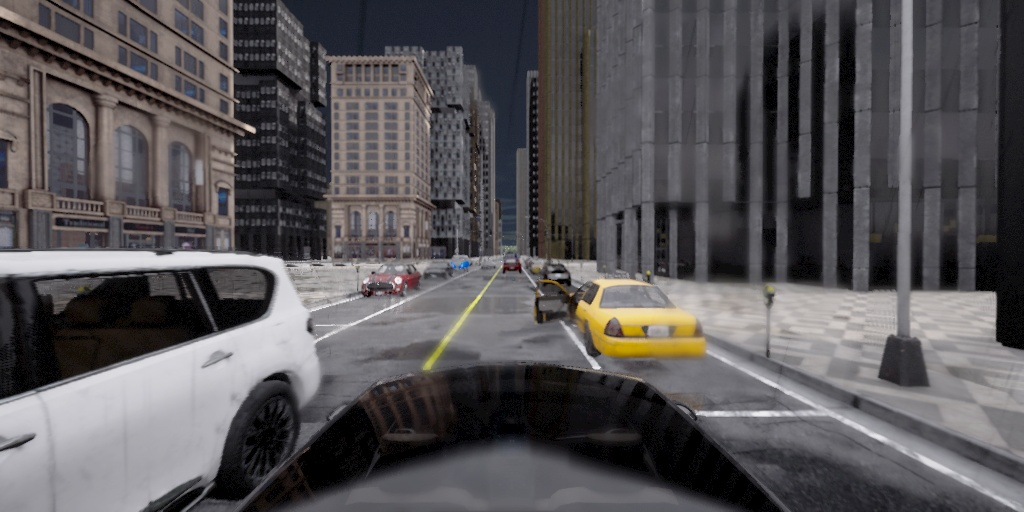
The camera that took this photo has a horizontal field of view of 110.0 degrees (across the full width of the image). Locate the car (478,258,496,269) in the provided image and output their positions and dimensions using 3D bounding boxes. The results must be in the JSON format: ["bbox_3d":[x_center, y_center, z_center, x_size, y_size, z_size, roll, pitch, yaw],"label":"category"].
[{"bbox_3d":[-3.068,1.025,47.569,1.895,1.301,4.718,0,0,0],"label":"car"}]

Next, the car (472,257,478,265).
[{"bbox_3d":[-5.845,0.893,57.138,2.007,1.370,4.403,0,0,0],"label":"car"}]

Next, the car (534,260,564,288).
[{"bbox_3d":[2.732,1.164,23.307,1.948,1.339,4.313,0,0,0],"label":"car"}]

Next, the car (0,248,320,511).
[{"bbox_3d":[-3.097,0.974,1.508,2.150,2.045,5.566,0,0,0],"label":"car"}]

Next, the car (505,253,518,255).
[{"bbox_3d":[-0.045,0.639,47.381,2.150,2.045,5.566,0,0,0],"label":"car"}]

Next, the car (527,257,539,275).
[{"bbox_3d":[2.715,1.040,34.759,1.751,1.417,4.829,0,0,0],"label":"car"}]

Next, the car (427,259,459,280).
[{"bbox_3d":[-5.802,1.124,28.934,1.948,1.339,4.313,0,0,0],"label":"car"}]

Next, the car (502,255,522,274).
[{"bbox_3d":[0.029,0.973,37.224,1.882,1.535,5.008,0,0,0],"label":"car"}]

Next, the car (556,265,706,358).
[{"bbox_3d":[2.344,1.161,8.305,1.801,1.575,5.366,0,0,0],"label":"car"}]

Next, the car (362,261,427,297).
[{"bbox_3d":[-5.784,1.080,17.651,1.967,1.591,4.097,0,0,0],"label":"car"}]

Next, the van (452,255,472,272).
[{"bbox_3d":[-5.819,0.815,40.215,1.690,1.789,3.998,0,0,0],"label":"van"}]

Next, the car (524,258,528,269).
[{"bbox_3d":[2.706,1.022,40.229,2.007,1.370,4.403,0,0,0],"label":"car"}]
